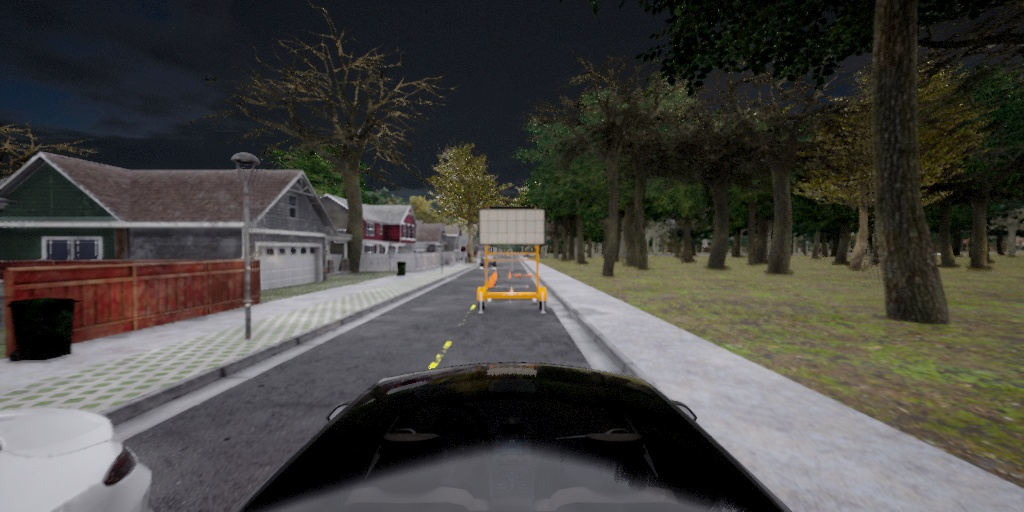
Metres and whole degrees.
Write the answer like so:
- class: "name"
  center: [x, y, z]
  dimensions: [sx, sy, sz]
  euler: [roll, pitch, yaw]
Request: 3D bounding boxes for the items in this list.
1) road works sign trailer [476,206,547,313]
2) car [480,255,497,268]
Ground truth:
- class: "road works sign trailer"
  center: [0.000, 0.026, 12.936]
  dimensions: [2.380, 3.560, 2.880]
  euler: [0, 0, 0]
- class: "car"
  center: [-2.833, 0.593, 43.259]
  dimensions: [1.812, 1.442, 4.674]
  euler: [0, 1, 0]
